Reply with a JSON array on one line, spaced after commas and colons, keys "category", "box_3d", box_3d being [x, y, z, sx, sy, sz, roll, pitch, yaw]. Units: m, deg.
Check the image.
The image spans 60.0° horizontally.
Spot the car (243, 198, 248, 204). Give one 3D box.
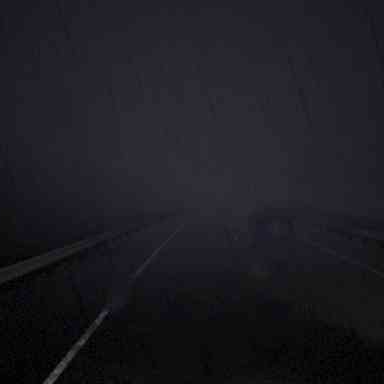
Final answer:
[{"category": "car", "box_3d": [13.068, 2.238, 84.765, 1.837, 1.490, 4.892, 0, -1, 17]}]

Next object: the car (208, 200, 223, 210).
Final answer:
[{"category": "car", "box_3d": [3.705, 2.029, 52.014, 1.837, 1.490, 4.892, 0, -1, 11]}]

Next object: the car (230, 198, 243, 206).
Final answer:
[{"category": "car", "box_3d": [9.124, 2.156, 70.851, 1.812, 1.442, 4.674, 0, -1, 15]}]

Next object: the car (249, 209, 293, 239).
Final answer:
[{"category": "car", "box_3d": [4.340, 1.672, 18.805, 1.882, 1.535, 5.008, 0, -1, 4]}]
